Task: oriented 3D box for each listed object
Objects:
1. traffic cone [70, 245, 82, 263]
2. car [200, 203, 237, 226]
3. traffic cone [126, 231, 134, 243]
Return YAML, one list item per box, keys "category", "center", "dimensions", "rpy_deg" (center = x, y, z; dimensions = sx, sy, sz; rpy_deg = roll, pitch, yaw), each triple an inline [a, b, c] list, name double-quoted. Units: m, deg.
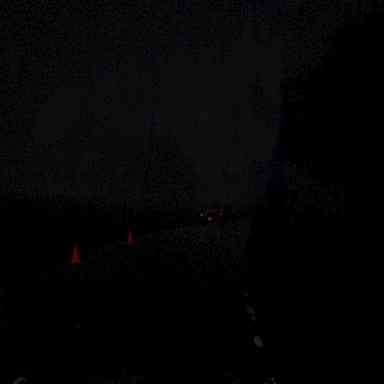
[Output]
- category: "traffic cone"
  center: [-3.998, 2.103, 11.438]
  dimensions: [0.340, 0.580, 0.340]
  rpy_deg: [0, -1, 8]
- category: "car"
  center: [2.553, 2.006, 30.837]
  dimensions: [2.150, 2.045, 5.566]
  rpy_deg: [0, -2, 22]
- category: "traffic cone"
  center: [-3.086, 2.225, 16.518]
  dimensions: [0.340, 0.580, 0.340]
  rpy_deg: [0, -1, 12]
